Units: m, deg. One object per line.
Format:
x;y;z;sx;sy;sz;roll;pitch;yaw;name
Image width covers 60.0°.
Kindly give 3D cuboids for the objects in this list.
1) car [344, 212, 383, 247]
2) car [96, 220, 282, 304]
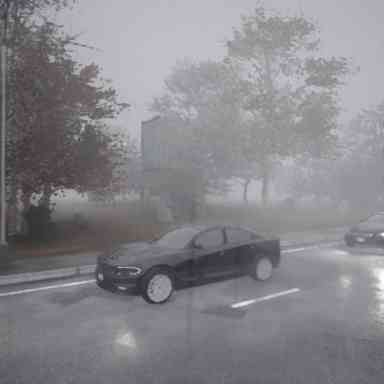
8.538;1.617;14.430;4.674;1.442;1.812;0;0;-35;car
0.132;1.515;8.400;5.008;1.535;1.882;1;0;-36;car
